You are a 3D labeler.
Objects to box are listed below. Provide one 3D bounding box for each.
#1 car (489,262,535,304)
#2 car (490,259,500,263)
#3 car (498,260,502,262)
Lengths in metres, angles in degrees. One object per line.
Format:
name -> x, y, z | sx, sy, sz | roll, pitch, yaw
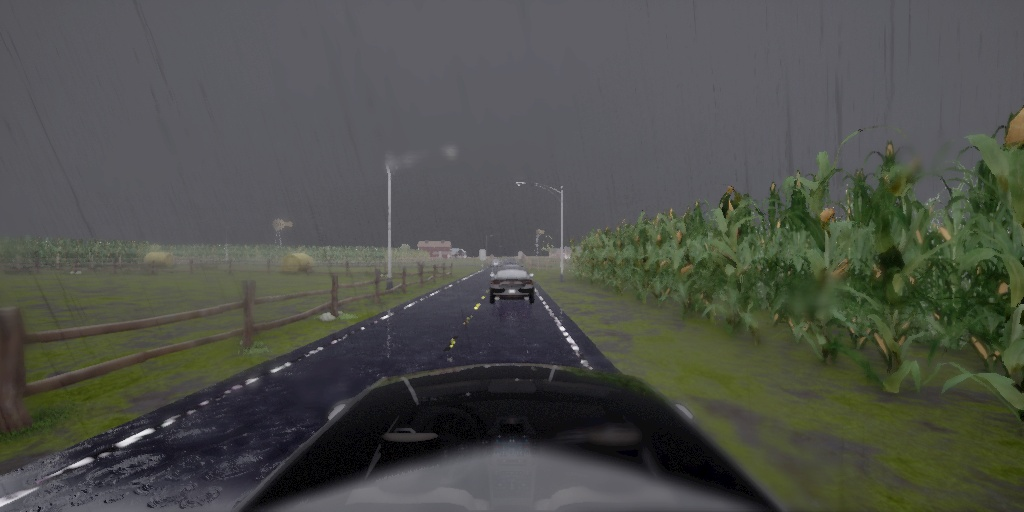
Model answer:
car -> 0.000, 1.234, 16.501 | 1.882, 1.535, 5.008 | 0, 0, 0
car -> -2.750, 1.274, 62.501 | 2.128, 1.511, 4.902 | 0, 0, 0
car -> 0.000, 1.313, 31.501 | 2.033, 1.411, 5.357 | 0, 0, 0
